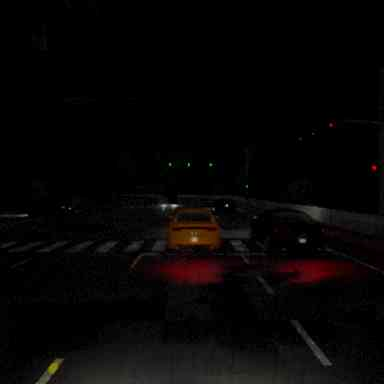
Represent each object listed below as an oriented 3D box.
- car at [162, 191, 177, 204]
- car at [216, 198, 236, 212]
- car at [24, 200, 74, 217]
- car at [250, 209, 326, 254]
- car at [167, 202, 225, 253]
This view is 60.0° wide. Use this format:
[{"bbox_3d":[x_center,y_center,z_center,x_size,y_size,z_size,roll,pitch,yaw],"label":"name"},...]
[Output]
[{"bbox_3d":[-3.630,0.910,54.571,2.150,2.045,5.566,0,1,1],"label":"car"},{"bbox_3d":[3.555,1.364,35.985,1.994,1.385,4.181,0,0,0],"label":"car"},{"bbox_3d":[-12.813,1.450,29.832,4.181,1.385,1.994,0,0,11],"label":"car"},{"bbox_3d":[3.580,1.402,13.215,1.882,1.535,5.008,0,0,0],"label":"car"},{"bbox_3d":[0.080,1.402,13.432,1.882,1.535,5.008,0,0,0],"label":"car"}]
